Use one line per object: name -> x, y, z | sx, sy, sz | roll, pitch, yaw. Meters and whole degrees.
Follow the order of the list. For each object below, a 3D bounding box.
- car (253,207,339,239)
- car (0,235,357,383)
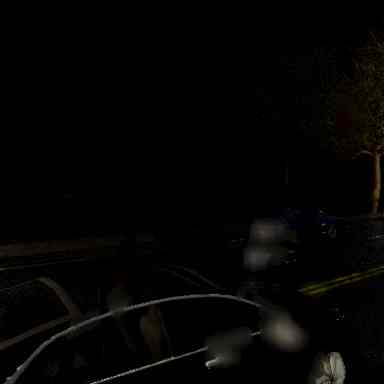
car -> 4.825, 1.439, 15.083 | 4.674, 1.442, 1.812 | 0, 0, -36
car -> -0.339, 1.495, 3.197 | 4.892, 1.490, 1.837 | -1, 0, -35
